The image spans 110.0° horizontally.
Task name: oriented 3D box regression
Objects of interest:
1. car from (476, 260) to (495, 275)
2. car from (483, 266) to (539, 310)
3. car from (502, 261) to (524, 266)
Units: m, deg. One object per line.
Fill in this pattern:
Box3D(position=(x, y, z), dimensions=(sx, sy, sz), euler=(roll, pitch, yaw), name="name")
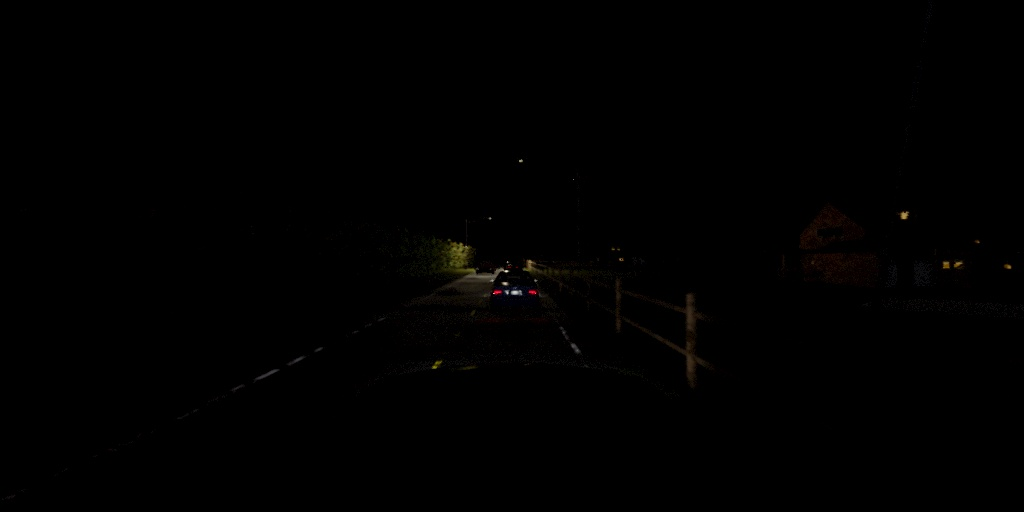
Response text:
Box3D(position=(-2.856, 1.257, 39.342), dimensions=(1.882, 1.535, 5.008), euler=(0, 0, 0), name="car")
Box3D(position=(0.090, 1.304, 14.762), dimensions=(2.033, 1.411, 5.357), euler=(0, 0, 0), name="car")
Box3D(position=(0.089, 1.266, 35.265), dimensions=(2.128, 1.511, 4.902), euler=(0, 0, 0), name="car")
